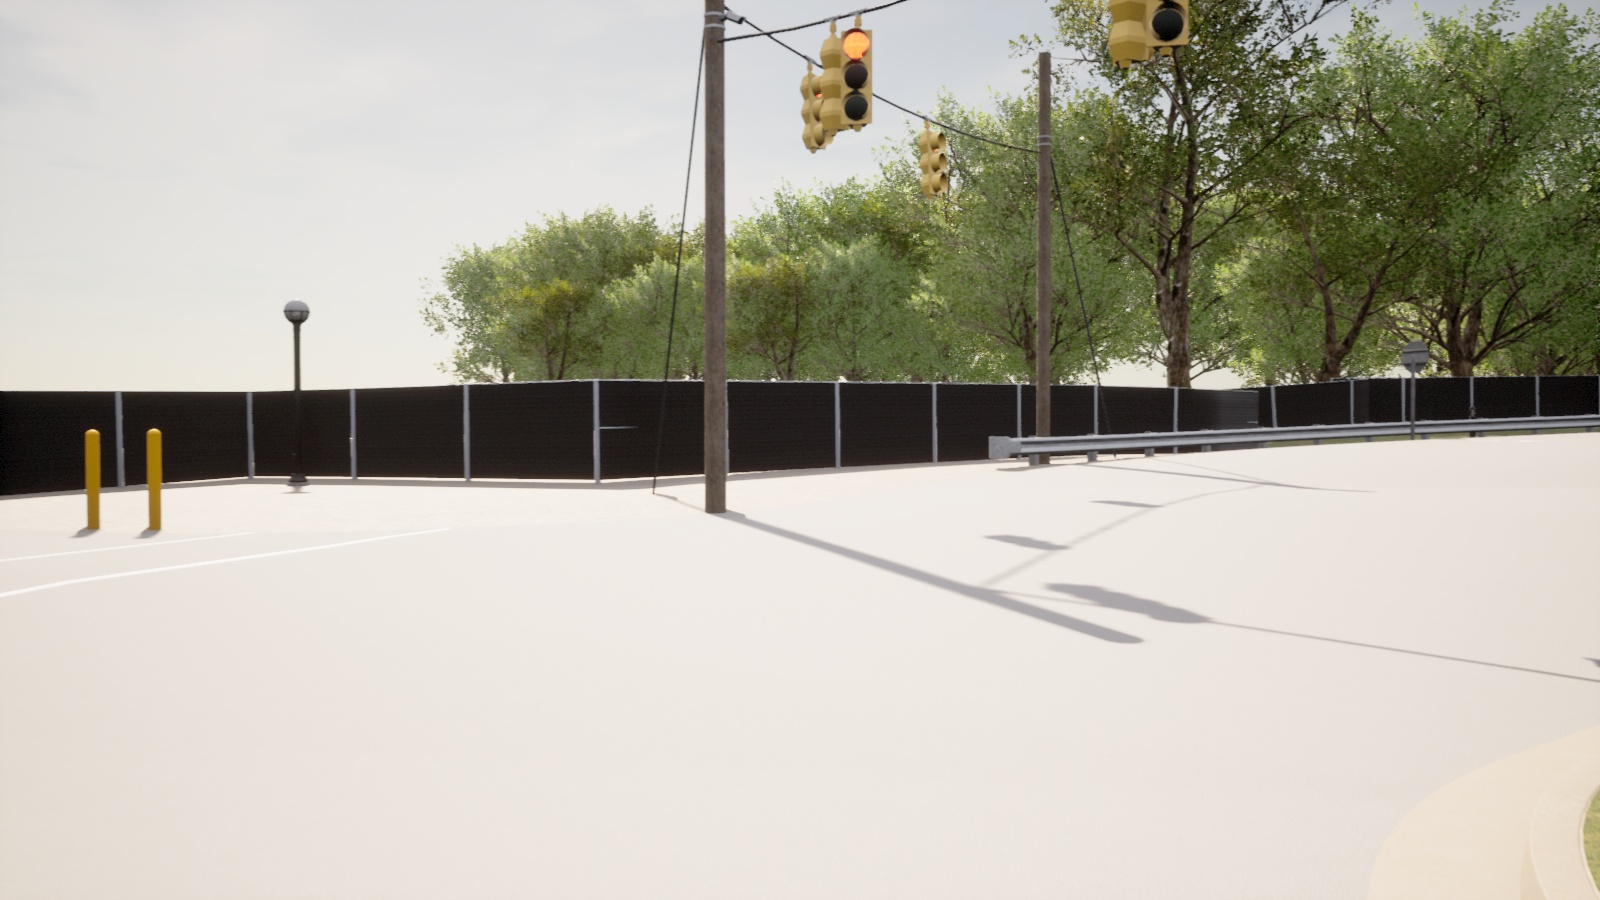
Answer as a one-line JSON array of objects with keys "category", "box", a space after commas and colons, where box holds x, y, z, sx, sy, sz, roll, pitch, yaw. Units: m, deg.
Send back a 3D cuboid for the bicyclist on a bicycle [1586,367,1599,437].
[{"category": "bicyclist on a bicycle", "box": [21.352, -1.255, 32.547, 1.843, 1.776, 0.659, -2, 2, -21]}]
